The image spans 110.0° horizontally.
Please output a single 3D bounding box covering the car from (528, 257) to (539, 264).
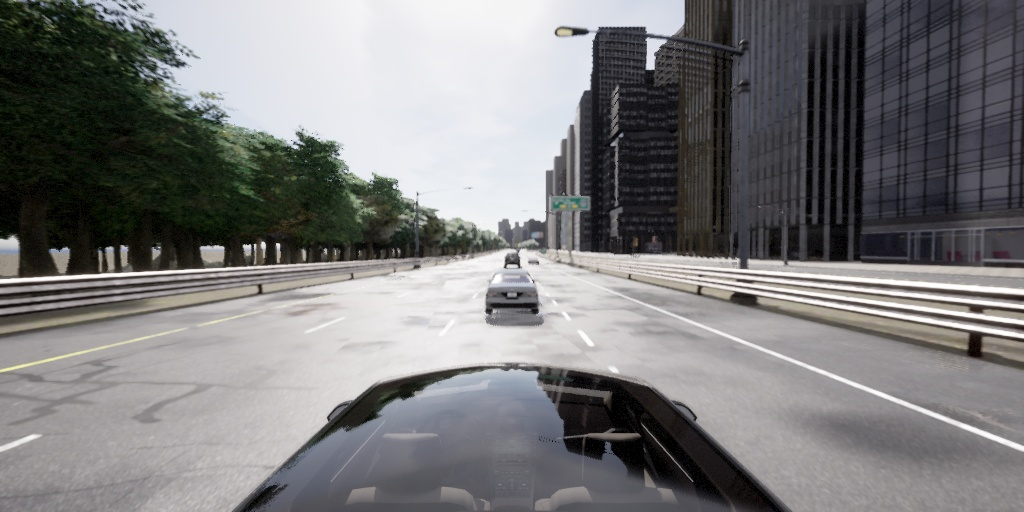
[{"bbox_3d":[3.785,0.806,64.630,1.895,1.301,4.718,0,1,1],"label":"car"}]

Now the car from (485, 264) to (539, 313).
[{"bbox_3d":[-0.002,1.215,13.467,2.033,1.411,5.357,0,0,0],"label":"car"}]

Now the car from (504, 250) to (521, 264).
[{"bbox_3d":[0.071,0.589,49.513,2.150,2.045,5.566,0,1,0],"label":"car"}]
